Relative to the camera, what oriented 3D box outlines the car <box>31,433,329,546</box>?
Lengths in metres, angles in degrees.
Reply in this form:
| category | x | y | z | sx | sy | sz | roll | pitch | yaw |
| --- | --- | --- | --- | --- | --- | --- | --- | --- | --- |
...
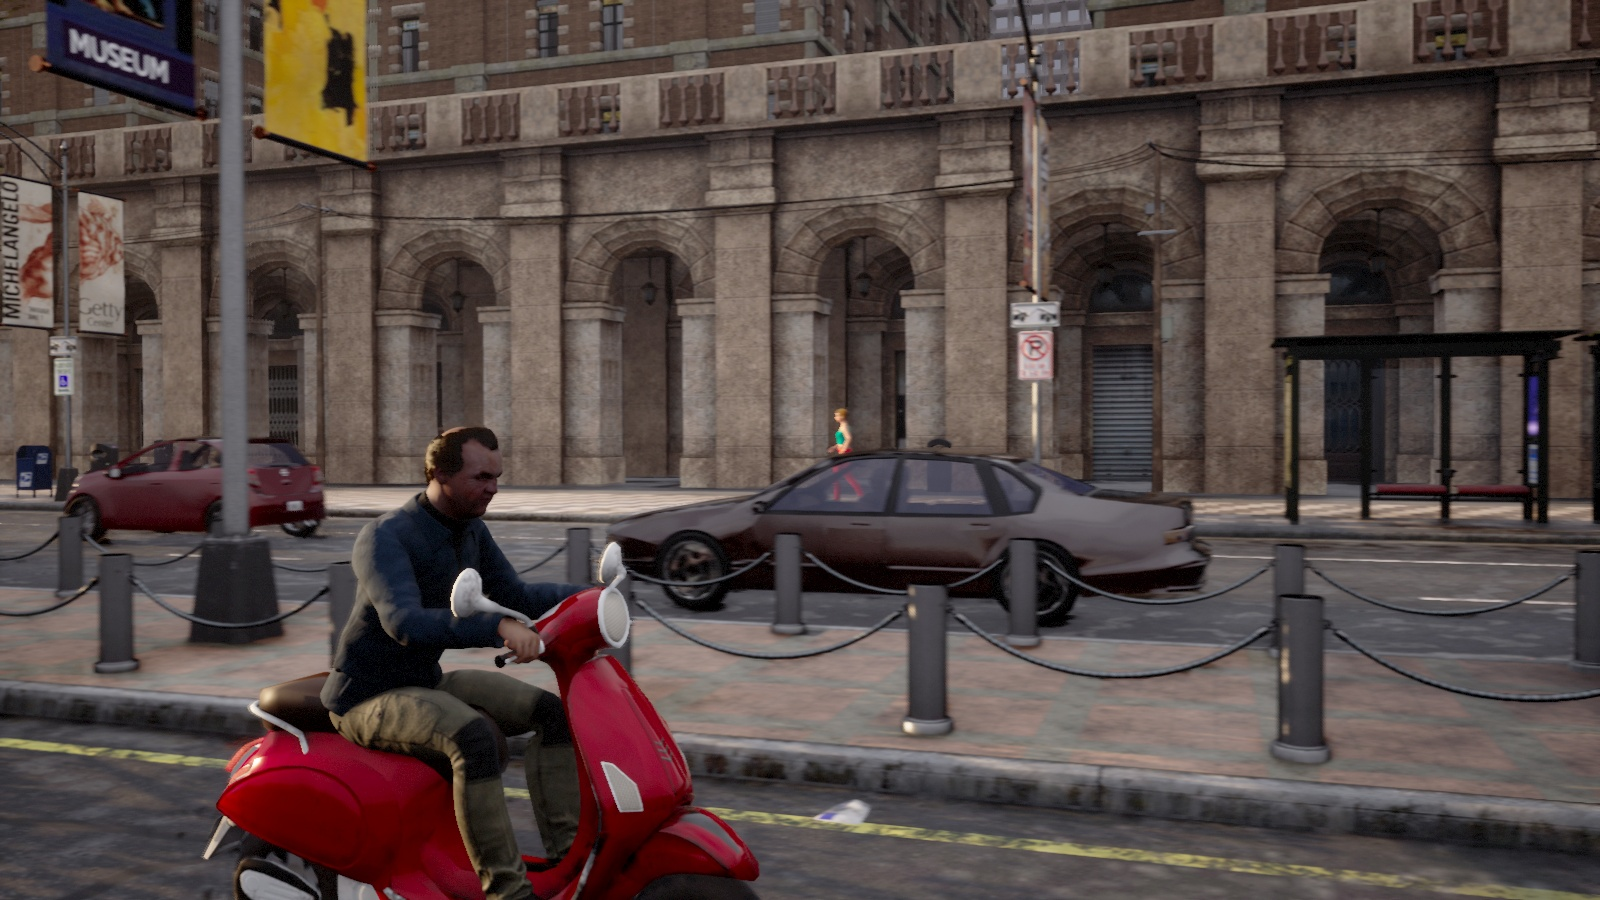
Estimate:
| category | x | y | z | sx | sy | sz | roll | pitch | yaw |
| --- | --- | --- | --- | --- | --- | --- | --- | --- | --- |
| car | -8.985 | 0.516 | 18.286 | 3.633 | 1.501 | 1.845 | 1 | 1 | 18 |

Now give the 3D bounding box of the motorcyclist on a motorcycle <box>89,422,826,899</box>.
| category | x | y | z | sx | sy | sz | roll | pitch | yaw |
| --- | --- | --- | --- | --- | --- | --- | --- | --- | --- |
| motorcyclist on a motorcycle | -0.928 | 0.720 | 3.523 | 1.817 | 1.590 | 0.866 | 1 | 1 | 19 |

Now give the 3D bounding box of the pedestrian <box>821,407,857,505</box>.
| category | x | y | z | sx | sy | sz | roll | pitch | yaw |
| --- | --- | --- | --- | --- | --- | --- | --- | --- | --- |
| pedestrian | 0.737 | 0.107 | 23.771 | 0.594 | 1.836 | 0.345 | 1 | 1 | 20 |

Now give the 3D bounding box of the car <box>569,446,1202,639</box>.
| category | x | y | z | sx | sy | sz | roll | pitch | yaw |
| --- | --- | --- | --- | --- | --- | --- | --- | --- | --- |
| car | 0.802 | 0.696 | 11.346 | 5.357 | 1.411 | 2.033 | 1 | 1 | 18 |
